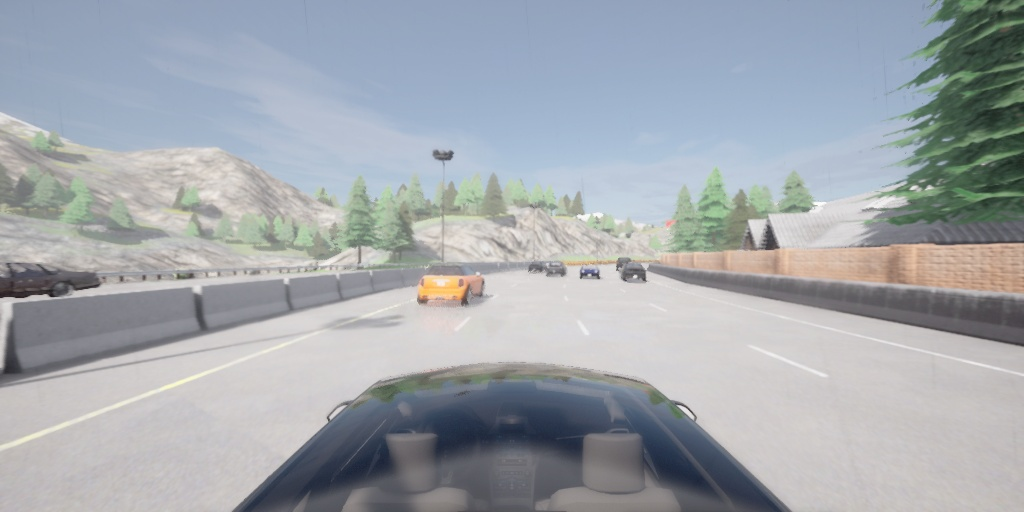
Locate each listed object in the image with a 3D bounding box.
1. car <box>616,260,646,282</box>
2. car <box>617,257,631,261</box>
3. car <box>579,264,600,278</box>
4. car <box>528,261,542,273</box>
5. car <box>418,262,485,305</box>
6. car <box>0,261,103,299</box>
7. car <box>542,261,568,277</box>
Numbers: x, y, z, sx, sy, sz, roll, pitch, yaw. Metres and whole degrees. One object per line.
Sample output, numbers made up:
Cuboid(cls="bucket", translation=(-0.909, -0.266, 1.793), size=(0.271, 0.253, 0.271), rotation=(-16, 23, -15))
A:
Cuboid(cls="car", translation=(10.361, 1.391, 31.002), size=(1.837, 1.490, 4.892), rotation=(0, 0, 12))
Cuboid(cls="car", translation=(16.635, 1.200, 52.742), size=(2.150, 2.045, 5.566), rotation=(0, -1, 21))
Cuboid(cls="car", translation=(7.708, 1.489, 35.487), size=(1.895, 1.301, 4.718), rotation=(0, 0, 13))
Cuboid(cls="car", translation=(3.426, 1.408, 46.324), size=(1.837, 1.490, 4.892), rotation=(-1, 0, 17))
Cuboid(cls="car", translation=(-2.583, 1.135, 16.353), size=(2.097, 1.767, 4.553), rotation=(0, 0, 6))
Cuboid(cls="car", translation=(-17.188, 0.859, 11.685), size=(2.033, 1.411, 5.357), rotation=(0, 0, 4))
Cuboid(cls="car", translation=(4.900, 1.378, 38.651), size=(2.128, 1.511, 4.902), rotation=(0, 0, 14))
